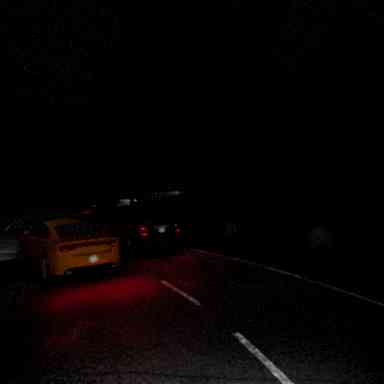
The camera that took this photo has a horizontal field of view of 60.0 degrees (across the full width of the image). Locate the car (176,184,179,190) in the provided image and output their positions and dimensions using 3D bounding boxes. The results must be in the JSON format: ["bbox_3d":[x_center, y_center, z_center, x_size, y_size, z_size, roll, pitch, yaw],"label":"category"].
[{"bbox_3d":[-1.468,-1.331,72.526,2.150,2.045,5.566,-1,5,32],"label":"car"}]

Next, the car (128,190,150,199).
[{"bbox_3d":[-9.363,0.357,59.058,1.812,1.442,4.674,-1,5,28],"label":"car"}]

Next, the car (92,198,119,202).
[{"bbox_3d":[-11.838,1.400,45.186,1.895,1.301,4.718,-1,3,22],"label":"car"}]

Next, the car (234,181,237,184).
[{"bbox_3d":[11.019,-2.820,85.862,1.994,1.385,4.181,-1,5,30],"label":"car"}]

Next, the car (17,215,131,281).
[{"bbox_3d":[-3.986,1.564,10.377,1.882,1.535,5.008,-1,0,-37],"label":"car"}]

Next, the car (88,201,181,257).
[{"bbox_3d":[-2.583,1.420,13.498,4.553,1.767,2.097,-1,0,45],"label":"car"}]
